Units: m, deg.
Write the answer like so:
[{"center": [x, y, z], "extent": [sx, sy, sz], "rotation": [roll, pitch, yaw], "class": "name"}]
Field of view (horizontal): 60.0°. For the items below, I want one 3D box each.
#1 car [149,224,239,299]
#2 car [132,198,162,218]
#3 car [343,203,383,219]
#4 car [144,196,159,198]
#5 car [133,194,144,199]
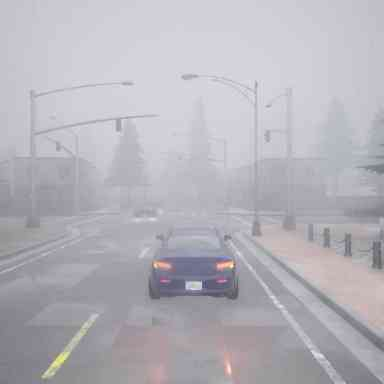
[{"center": [0.045, 1.526, 8.305], "extent": [1.812, 1.442, 4.674], "rotation": [0, 0, 0], "class": "car"}, {"center": [-4.136, 1.525, 30.640], "extent": [2.033, 1.411, 5.357], "rotation": [0, 0, -3], "class": "car"}, {"center": [15.459, 1.585, 28.173], "extent": [4.718, 1.301, 1.895], "rotation": [0, 0, 2], "class": "car"}, {"center": [-5.302, 1.444, 46.669], "extent": [1.882, 1.535, 5.008], "rotation": [0, 1, -9], "class": "car"}, {"center": [-9.609, 1.319, 61.859], "extent": [2.097, 1.767, 4.553], "rotation": [0, 0, -23], "class": "car"}]
